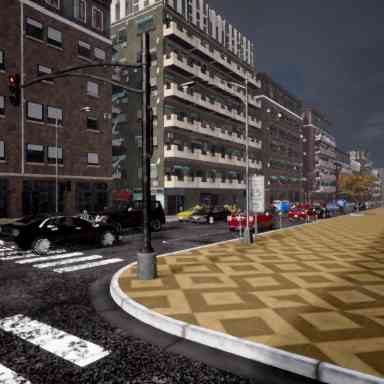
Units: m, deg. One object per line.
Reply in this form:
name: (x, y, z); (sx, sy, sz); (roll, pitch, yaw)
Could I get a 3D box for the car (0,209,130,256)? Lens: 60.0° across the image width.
car: (-5.249, 1.642, 13.843); (1.837, 1.490, 4.892); (1, -1, 40)

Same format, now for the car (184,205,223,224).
car: (1.691, 1.934, 28.833); (1.837, 1.490, 4.892); (-1, -1, 35)

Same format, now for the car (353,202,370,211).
car: (29.927, 2.583, 59.300); (1.947, 1.339, 4.313); (-2, -2, 35)

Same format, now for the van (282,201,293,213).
van: (13.411, 2.174, 50.151); (1.690, 1.788, 3.998); (-2, -2, 35)

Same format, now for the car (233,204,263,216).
car: (6.954, 2.222, 40.875); (1.947, 1.339, 4.313); (-2, -2, 35)

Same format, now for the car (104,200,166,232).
car: (-3.999, 1.496, 20.657); (2.150, 2.045, 5.566); (-1, -1, 37)

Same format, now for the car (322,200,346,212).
car: (23.416, 2.468, 54.423); (2.033, 1.411, 5.357); (-1, -1, 36)

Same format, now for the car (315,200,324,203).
car: (26.332, 2.501, 68.691); (2.192, 1.841, 5.009); (-2, -2, 35)

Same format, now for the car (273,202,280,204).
car: (7.667, 2.140, 37.394); (2.033, 1.411, 5.357); (-1, -1, 35)

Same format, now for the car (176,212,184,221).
car: (0.396, 2.002, 31.467); (1.752, 1.417, 4.829); (-2, -2, 35)

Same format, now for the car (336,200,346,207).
car: (39.156, 2.883, 87.168); (1.690, 1.788, 3.998); (-2, -2, 35)

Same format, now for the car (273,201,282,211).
car: (10.183, 2.289, 45.510); (1.887, 1.381, 4.507); (-2, -2, 35)

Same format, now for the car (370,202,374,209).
car: (36.388, 2.745, 68.569); (2.008, 1.369, 4.403); (-2, -2, 35)

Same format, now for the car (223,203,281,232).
car: (4.085, 1.751, 22.225); (1.967, 1.590, 4.097); (-2, -2, 35)

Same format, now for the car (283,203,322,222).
car: (10.546, 2.032, 31.492); (1.887, 1.381, 4.507); (-2, -2, 35)

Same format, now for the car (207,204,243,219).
car: (3.626, 2.090, 36.101); (1.752, 1.417, 4.829); (-2, -2, 35)

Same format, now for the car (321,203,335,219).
car: (13.777, 2.141, 36.126); (1.947, 1.339, 4.313); (-2, -2, 35)
